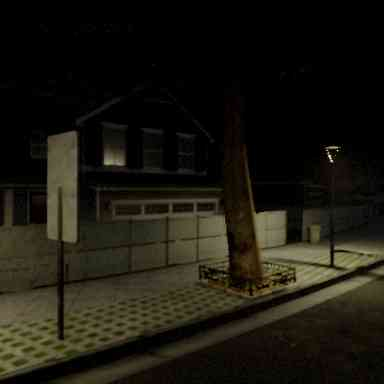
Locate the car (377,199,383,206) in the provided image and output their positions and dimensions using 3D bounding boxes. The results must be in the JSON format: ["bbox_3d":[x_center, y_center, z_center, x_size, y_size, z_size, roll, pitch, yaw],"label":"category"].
[{"bbox_3d":[36.875,2.003,62.684,2.033,1.411,5.357,0,0,8],"label":"car"}]
